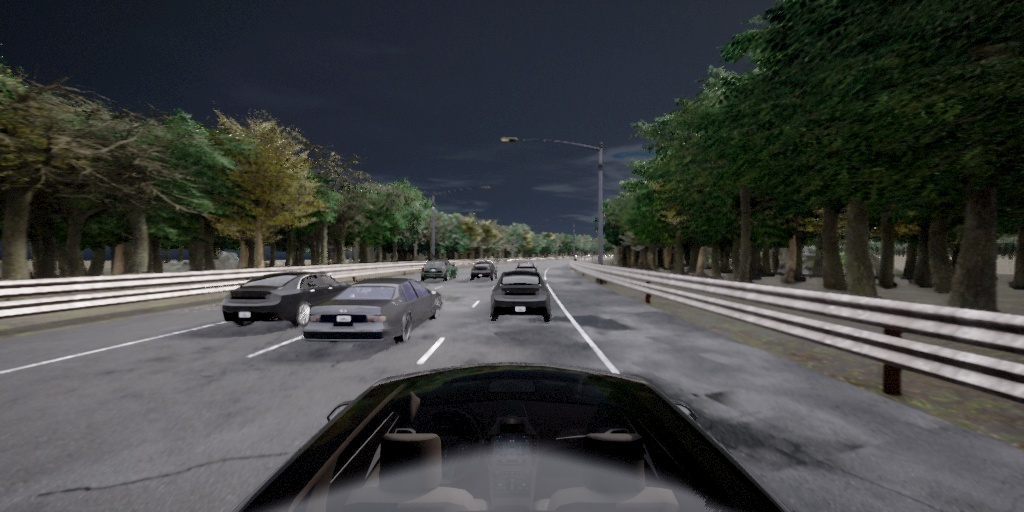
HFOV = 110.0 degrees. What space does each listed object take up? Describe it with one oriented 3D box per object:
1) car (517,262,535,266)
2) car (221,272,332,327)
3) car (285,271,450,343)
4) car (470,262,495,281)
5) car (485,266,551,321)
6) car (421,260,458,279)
[{"bbox_3d":[1.255,1.250,30.758,2.128,1.511,4.902,0,0,4],"label":"car"},{"bbox_3d":[-6.728,1.250,11.522,1.837,1.490,4.892,0,0,1],"label":"car"},{"bbox_3d":[-3.287,1.295,9.631,2.033,1.411,5.357,0,0,1],"label":"car"},{"bbox_3d":[-2.287,1.260,30.344,1.837,1.490,4.892,0,0,4],"label":"car"},{"bbox_3d":[0.313,1.257,12.558,1.837,1.490,4.892,0,0,2],"label":"car"},{"bbox_3d":[-5.854,1.104,29.436,2.097,1.767,4.553,0,0,4],"label":"car"}]
